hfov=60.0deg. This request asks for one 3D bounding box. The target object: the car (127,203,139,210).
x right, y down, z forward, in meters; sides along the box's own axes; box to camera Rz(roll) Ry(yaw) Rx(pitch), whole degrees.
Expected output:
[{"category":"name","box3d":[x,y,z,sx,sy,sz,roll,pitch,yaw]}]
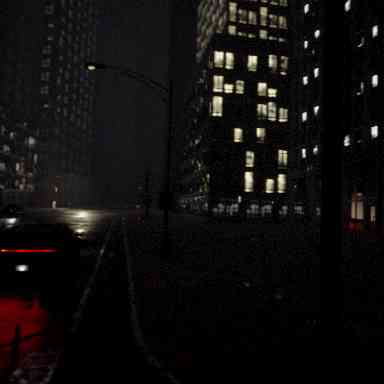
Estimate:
[{"category":"car","box3d":[-16.426,4.027,90.634,1.882,1.535,5.008,2,-2,1]}]

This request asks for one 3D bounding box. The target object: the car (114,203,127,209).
[{"category":"car","box3d":[-19.677,3.881,89.726,1.882,1.535,5.008,2,-2,1]}]

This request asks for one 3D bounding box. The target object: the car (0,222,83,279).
[{"category":"car","box3d":[-4.776,1.735,10.751,1.837,1.490,4.892,3,-2,-12]}]

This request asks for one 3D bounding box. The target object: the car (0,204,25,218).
[{"category":"car","box3d":[-20.536,2.067,37.770,1.882,1.535,5.008,3,-2,-11]}]
